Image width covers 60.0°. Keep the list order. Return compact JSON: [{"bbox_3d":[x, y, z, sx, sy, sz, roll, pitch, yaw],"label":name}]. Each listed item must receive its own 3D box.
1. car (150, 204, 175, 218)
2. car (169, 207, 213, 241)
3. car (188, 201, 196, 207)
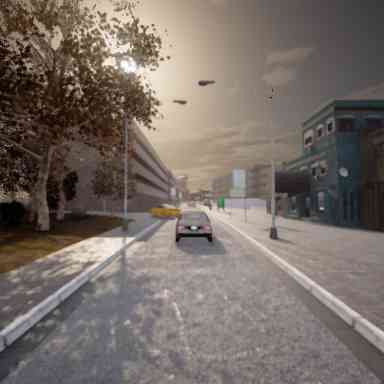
[{"bbox_3d":[-3.169,2.185,38.666,1.882,1.535,5.008,4,-2,-30],"label":"car"},{"bbox_3d":[0.093,1.701,17.423,2.033,1.411,5.357,0,-1,0],"label":"car"},{"bbox_3d":[-0.049,3.231,92.316,2.097,1.767,4.553,0,-1,0],"label":"car"}]
